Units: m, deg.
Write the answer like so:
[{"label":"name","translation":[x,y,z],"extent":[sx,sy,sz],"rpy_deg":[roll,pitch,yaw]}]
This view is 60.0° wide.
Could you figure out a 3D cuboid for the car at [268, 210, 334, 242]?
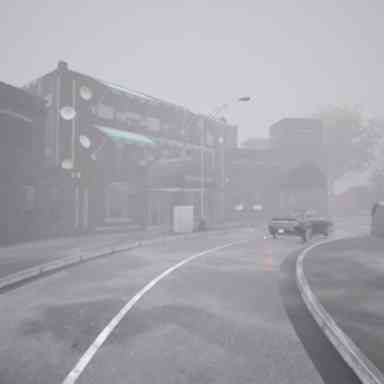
[{"label":"car","translation":[5.868,1.703,17.593],"extent":[2.128,1.511,4.902],"rpy_deg":[-2,-3,42]}]
